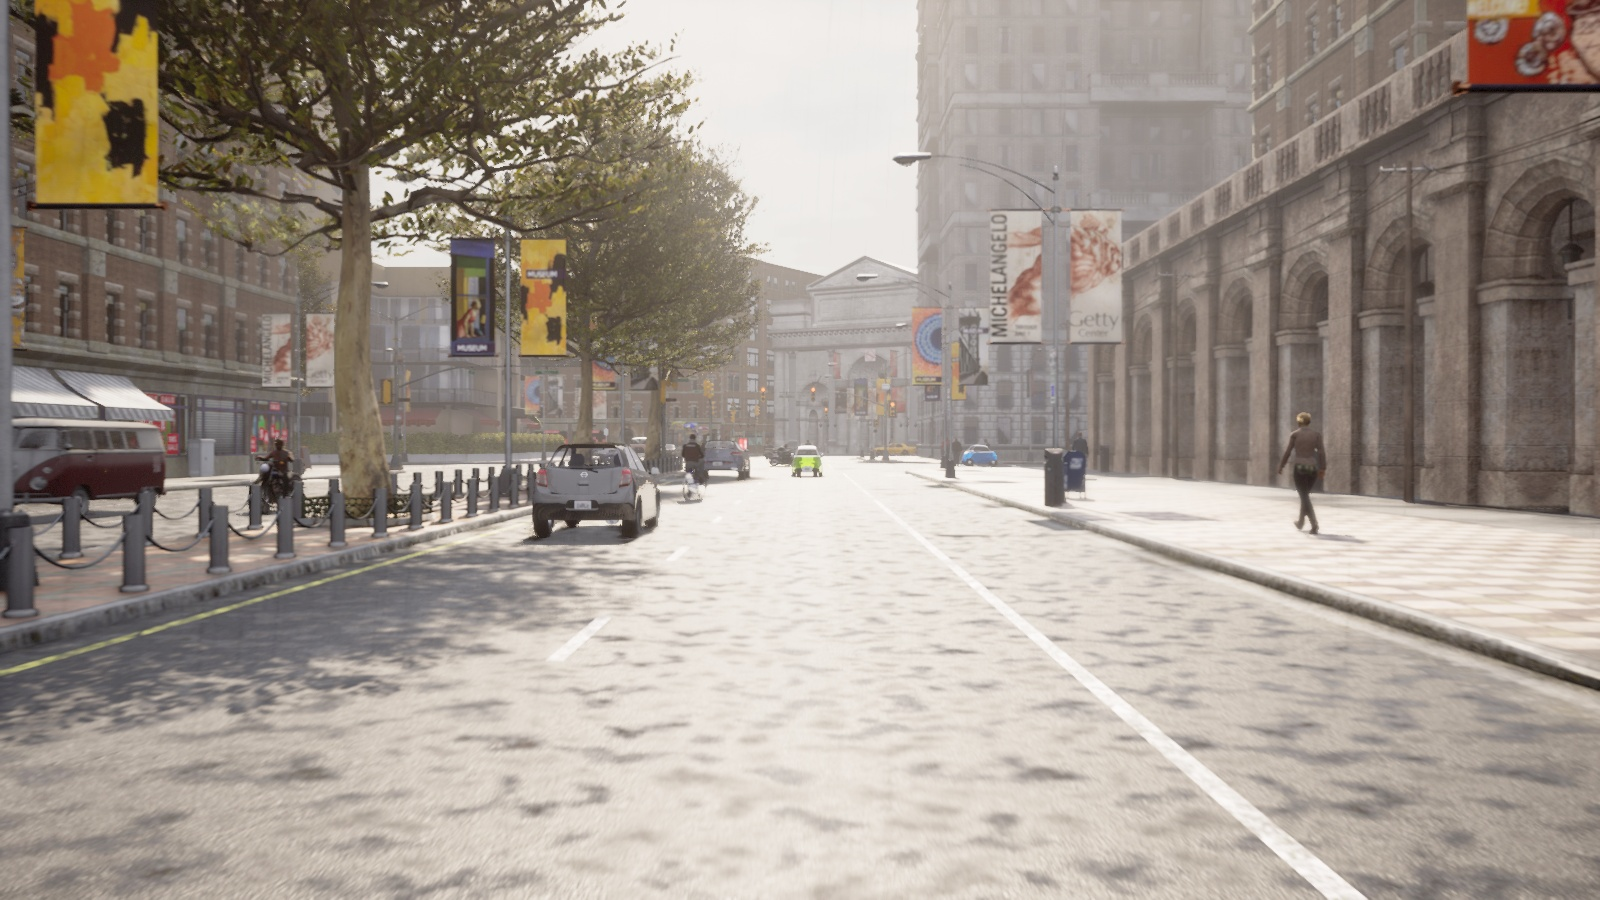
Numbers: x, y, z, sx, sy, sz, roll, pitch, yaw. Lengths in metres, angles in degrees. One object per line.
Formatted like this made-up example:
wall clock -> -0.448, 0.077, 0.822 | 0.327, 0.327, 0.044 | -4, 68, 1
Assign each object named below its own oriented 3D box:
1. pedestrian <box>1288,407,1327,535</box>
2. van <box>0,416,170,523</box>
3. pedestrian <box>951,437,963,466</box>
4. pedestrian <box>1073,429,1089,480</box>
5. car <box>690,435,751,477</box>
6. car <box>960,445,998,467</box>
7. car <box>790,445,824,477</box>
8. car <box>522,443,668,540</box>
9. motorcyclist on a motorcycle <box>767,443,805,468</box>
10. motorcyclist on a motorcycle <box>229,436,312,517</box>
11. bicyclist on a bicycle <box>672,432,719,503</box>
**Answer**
pedestrian -> 7.440, 0.305, 18.417 | 0.331, 1.846, 0.634 | 0, 0, 3
van -> -14.840, 0.343, 25.583 | 1.775, 1.987, 4.442 | 0, 0, 0
pedestrian -> 10.023, 0.093, 80.275 | 0.634, 1.844, 0.899 | 0, 0, 14
pedestrian -> 10.304, 0.152, 46.082 | 0.402, 1.842, 0.726 | 0, 0, 0
car -> -3.264, 0.226, 52.664 | 2.152, 1.651, 5.027 | 0, 0, 1
car -> 11.349, 0.363, 79.615 | 2.207, 1.376, 1.481 | 0, 0, 0
car -> 0.319, 0.488, 55.575 | 1.481, 1.376, 2.207 | 0, 1, 1
car -> -3.364, 0.638, 21.251 | 1.845, 1.501, 3.633 | 0, 0, 0
motorcyclist on a motorcycle -> -0.875, 0.340, 78.222 | 2.191, 1.530, 0.866 | 0, 0, 32
motorcyclist on a motorcycle -> -11.332, 0.536, 26.950 | 0.766, 1.649, 2.350 | 0, 0, 0
bicyclist on a bicycle -> -2.696, 0.431, 32.586 | 0.659, 1.776, 1.843 | 0, 1, 14
